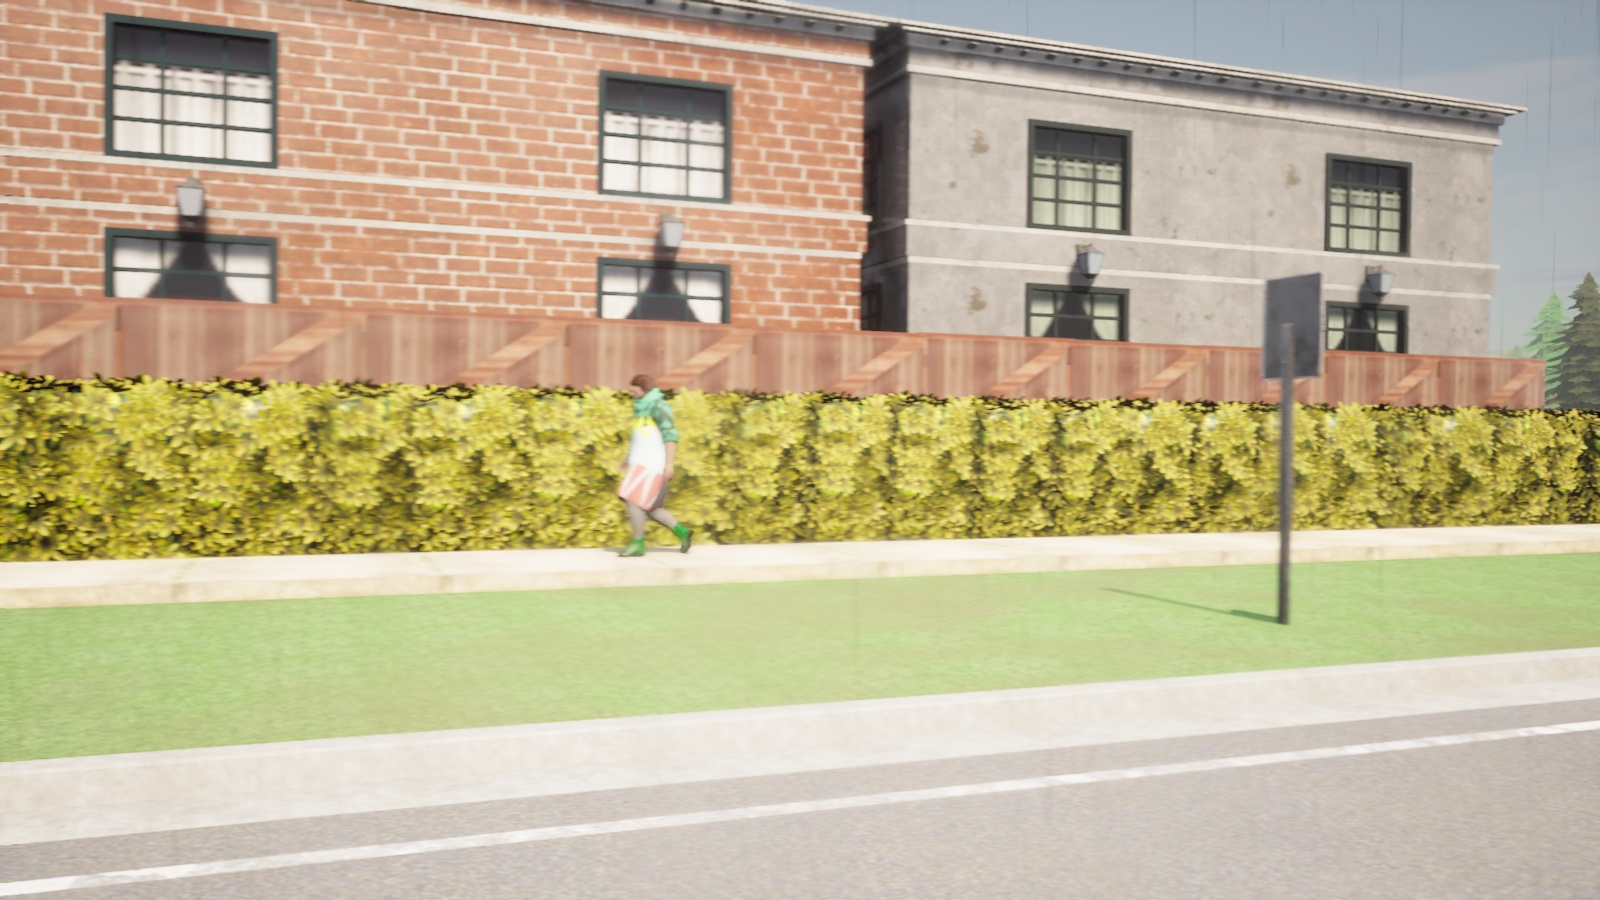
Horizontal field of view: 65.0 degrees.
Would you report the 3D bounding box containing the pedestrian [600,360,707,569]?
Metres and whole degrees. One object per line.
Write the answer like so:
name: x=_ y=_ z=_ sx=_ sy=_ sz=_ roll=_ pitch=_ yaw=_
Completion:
pedestrian: x=-1.429 y=0.124 z=12.183 sx=0.873 sy=1.952 sz=0.659 roll=-1 pitch=1 yaw=-21
